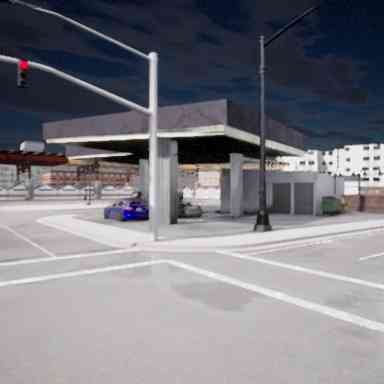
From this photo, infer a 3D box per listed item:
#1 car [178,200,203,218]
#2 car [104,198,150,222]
[{"bbox_3d":[-0.839,1.468,29.460,1.970,1.475,3.806,0,0,-36],"label":"car"},{"bbox_3d":[-5.031,1.313,25.458,2.242,1.667,4.611,0,0,-36],"label":"car"}]
